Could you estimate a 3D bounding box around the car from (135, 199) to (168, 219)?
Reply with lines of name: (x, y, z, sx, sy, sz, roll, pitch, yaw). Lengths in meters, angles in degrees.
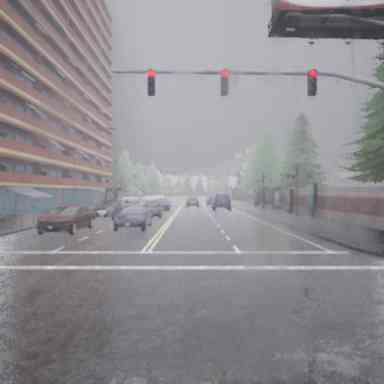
car: (-3.569, 1.579, 29.539, 1.994, 1.385, 4.181, 0, 0, 1)

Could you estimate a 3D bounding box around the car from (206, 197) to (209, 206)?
car: (3.519, 1.379, 55.681, 2.097, 1.767, 4.553, 0, 0, 0)

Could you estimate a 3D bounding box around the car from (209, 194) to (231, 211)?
car: (3.613, 1.243, 41.520, 2.150, 2.045, 5.566, 0, 0, 0)

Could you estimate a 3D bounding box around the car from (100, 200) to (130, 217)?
car: (-7.077, 1.506, 28.594, 2.128, 1.511, 4.902, 0, 0, 0)

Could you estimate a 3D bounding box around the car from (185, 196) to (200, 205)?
car: (0.020, 1.521, 59.094, 2.128, 1.511, 4.902, 0, 0, -6)

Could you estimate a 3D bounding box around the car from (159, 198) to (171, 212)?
car: (-3.557, 1.497, 39.691, 1.882, 1.535, 5.008, 0, 0, 0)

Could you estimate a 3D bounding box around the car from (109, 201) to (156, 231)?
car: (-3.577, 1.536, 20.779, 1.812, 1.442, 4.674, 0, 0, 0)

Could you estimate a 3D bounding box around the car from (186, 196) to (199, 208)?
car: (0.117, 1.516, 49.670, 2.128, 1.511, 4.902, 0, 0, 0)

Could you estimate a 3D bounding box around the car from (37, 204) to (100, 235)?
car: (-7.082, 1.487, 19.127, 1.882, 1.535, 5.008, 0, 0, 0)
